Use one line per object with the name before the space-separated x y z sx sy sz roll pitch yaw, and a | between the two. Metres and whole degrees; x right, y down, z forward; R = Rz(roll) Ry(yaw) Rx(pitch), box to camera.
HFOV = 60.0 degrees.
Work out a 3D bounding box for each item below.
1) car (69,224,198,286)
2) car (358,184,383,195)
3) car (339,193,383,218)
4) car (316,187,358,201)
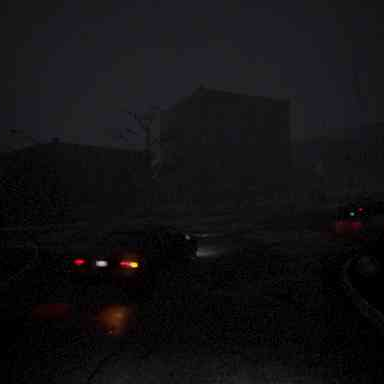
car | -1.323 1.669 9.854 2.033 1.411 5.357 -1 -1 16
car | 22.762 -0.103 44.519 5.366 1.575 1.946 -4 1 -29
car | 12.960 1.108 24.568 4.718 1.301 1.895 -4 2 -36
car | 17.956 0.272 41.822 5.366 1.575 1.946 -4 1 -29
